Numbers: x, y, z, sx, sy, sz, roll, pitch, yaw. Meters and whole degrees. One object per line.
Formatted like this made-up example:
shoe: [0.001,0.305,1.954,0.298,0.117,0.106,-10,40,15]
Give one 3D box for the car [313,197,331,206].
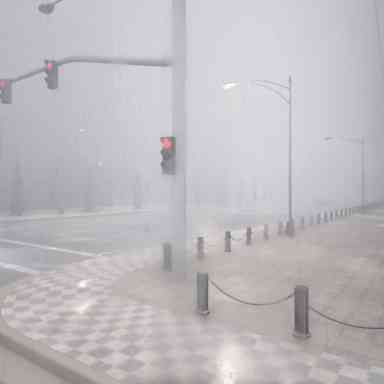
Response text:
car: [21.400,1.509,54.572,1.994,1.385,4.181,0,0,35]
